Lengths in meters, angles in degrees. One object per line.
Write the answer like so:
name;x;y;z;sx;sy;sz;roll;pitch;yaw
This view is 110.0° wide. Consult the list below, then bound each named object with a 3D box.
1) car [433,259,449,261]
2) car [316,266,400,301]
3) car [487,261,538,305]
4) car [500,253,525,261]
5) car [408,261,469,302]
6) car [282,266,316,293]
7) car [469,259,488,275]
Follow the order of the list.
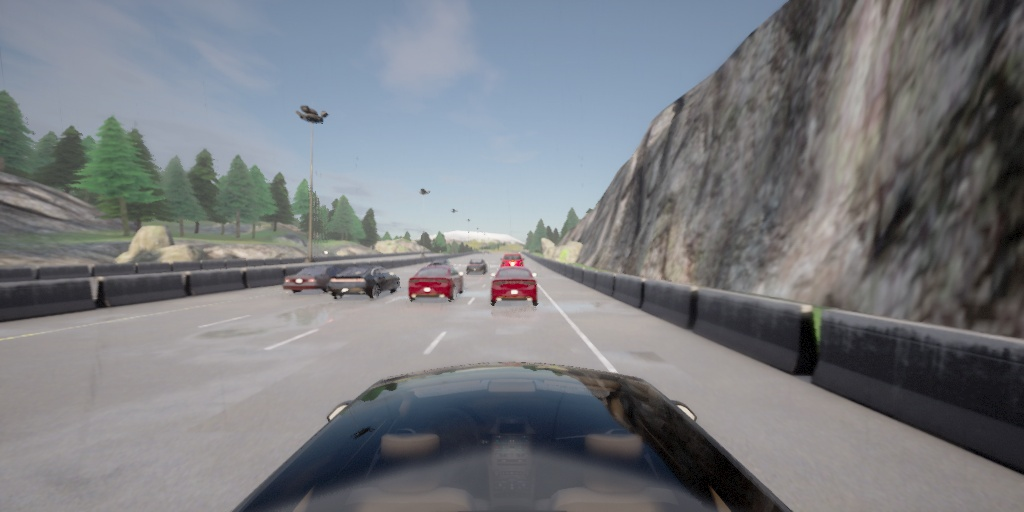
car;-6.942;1.037;35.559;1.837;1.490;4.892;0;1;0
car;-6.917;1.201;17.240;2.128;1.511;4.902;0;0;0
car;0.085;1.181;15.839;1.882;1.535;5.008;0;0;0
car;0.060;0.760;34.067;2.150;2.045;5.566;0;1;0
car;-3.416;1.182;16.902;1.882;1.535;5.008;0;0;0
car;-10.420;1.243;20.057;2.033;1.411;5.357;0;0;0
car;-3.442;1.011;35.956;2.128;1.511;4.902;0;1;0
